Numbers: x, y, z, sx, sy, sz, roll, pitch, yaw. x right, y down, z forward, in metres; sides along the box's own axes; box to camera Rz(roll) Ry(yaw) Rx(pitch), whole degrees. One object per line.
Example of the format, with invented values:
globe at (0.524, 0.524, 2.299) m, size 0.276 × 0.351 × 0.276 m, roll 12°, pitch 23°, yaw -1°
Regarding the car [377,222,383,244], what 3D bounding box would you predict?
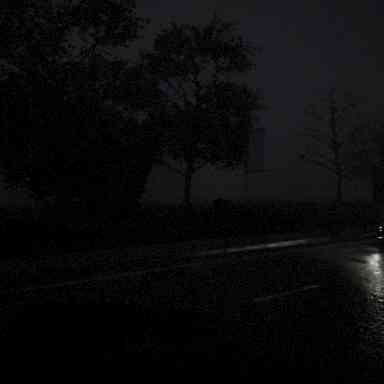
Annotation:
car at (9.962, 1.442, 14.072) m, size 5.008 × 1.535 × 1.882 m, roll 0°, pitch 0°, yaw -29°
